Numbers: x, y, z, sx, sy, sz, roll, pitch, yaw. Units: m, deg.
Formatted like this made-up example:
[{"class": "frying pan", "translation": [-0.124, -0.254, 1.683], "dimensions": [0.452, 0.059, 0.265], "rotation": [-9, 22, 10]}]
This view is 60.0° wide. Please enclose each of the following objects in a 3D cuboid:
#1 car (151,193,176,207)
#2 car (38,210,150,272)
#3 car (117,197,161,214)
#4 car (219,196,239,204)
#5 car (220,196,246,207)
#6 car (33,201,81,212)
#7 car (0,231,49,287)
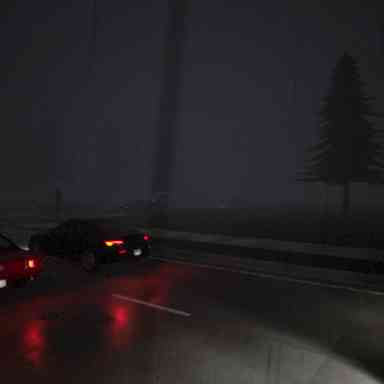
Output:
[{"class": "car", "translation": [-4.617, 1.224, 48.913], "dimensions": [2.150, 2.045, 5.566], "rotation": [0, 0, 37]}, {"class": "car", "translation": [-3.394, 1.526, 10.739], "dimensions": [4.674, 1.442, 1.812], "rotation": [0, 0, 36]}, {"class": "car", "translation": [-5.855, 1.526, 35.452], "dimensions": [1.812, 1.442, 4.674], "rotation": [0, 0, 36]}, {"class": "car", "translation": [7.281, 1.527, 64.823], "dimensions": [1.812, 1.442, 4.674], "rotation": [0, 0, 37]}, {"class": "car", "translation": [6.859, 1.527, 52.606], "dimensions": [1.812, 1.442, 4.674], "rotation": [0, 0, 37]}, {"class": "car", "translation": [-14.417, 1.601, 35.690], "dimensions": [1.895, 1.301, 4.718], "rotation": [0, 0, 37]}, {"class": "car", "translation": [-5.727, 1.601, 8.109], "dimensions": [4.718, 1.301, 1.895], "rotation": [0, 0, 36]}]
